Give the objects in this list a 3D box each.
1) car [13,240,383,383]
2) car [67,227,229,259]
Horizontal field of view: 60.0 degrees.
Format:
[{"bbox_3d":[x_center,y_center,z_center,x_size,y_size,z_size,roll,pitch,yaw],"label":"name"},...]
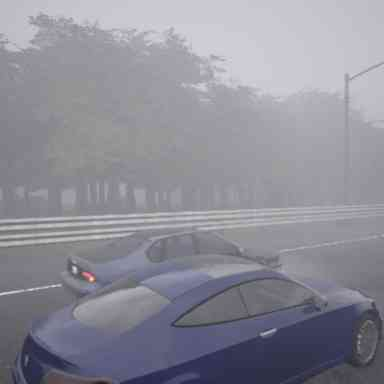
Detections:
[{"bbox_3d":[0.463,1.532,4.084,4.674,1.442,1.812,0,0,-35],"label":"car"},{"bbox_3d":[-0.211,1.559,7.896,5.357,1.411,2.033,0,0,-35],"label":"car"}]
